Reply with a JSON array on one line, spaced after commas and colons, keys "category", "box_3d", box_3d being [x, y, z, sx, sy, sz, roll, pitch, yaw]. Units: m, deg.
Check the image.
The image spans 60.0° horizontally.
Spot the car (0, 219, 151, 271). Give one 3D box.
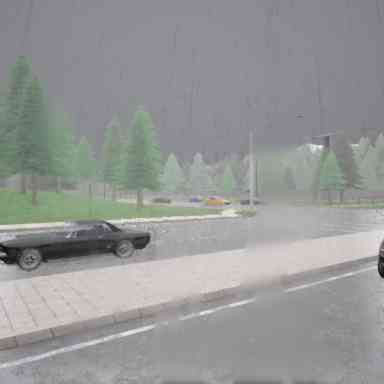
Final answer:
[{"category": "car", "box_3d": [-3.840, 1.600, 10.996, 4.718, 1.301, 1.895, 0, 0, -36]}]

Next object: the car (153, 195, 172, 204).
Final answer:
[{"category": "car", "box_3d": [-5.752, 1.600, 64.730, 1.895, 1.301, 4.718, 0, 0, -35]}]

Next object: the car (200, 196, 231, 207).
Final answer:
[{"category": "car", "box_3d": [3.870, 1.477, 50.902, 1.882, 1.535, 5.008, 0, 0, -35]}]

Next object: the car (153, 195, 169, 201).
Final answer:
[{"category": "car", "box_3d": [-7.502, 1.374, 79.514, 1.812, 1.442, 4.674, 0, 0, -35]}]

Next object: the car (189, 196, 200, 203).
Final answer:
[{"category": "car", "box_3d": [1.110, 1.524, 67.161, 1.812, 1.442, 4.674, 0, 0, -34]}]

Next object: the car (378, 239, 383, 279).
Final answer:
[{"category": "car", "box_3d": [6.883, 1.352, 8.688, 4.553, 1.767, 2.097, 0, 0, -35]}]

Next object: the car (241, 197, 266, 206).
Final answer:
[{"category": "car", "box_3d": [9.985, 1.525, 54.375, 1.812, 1.442, 4.674, 0, 1, -35]}]
